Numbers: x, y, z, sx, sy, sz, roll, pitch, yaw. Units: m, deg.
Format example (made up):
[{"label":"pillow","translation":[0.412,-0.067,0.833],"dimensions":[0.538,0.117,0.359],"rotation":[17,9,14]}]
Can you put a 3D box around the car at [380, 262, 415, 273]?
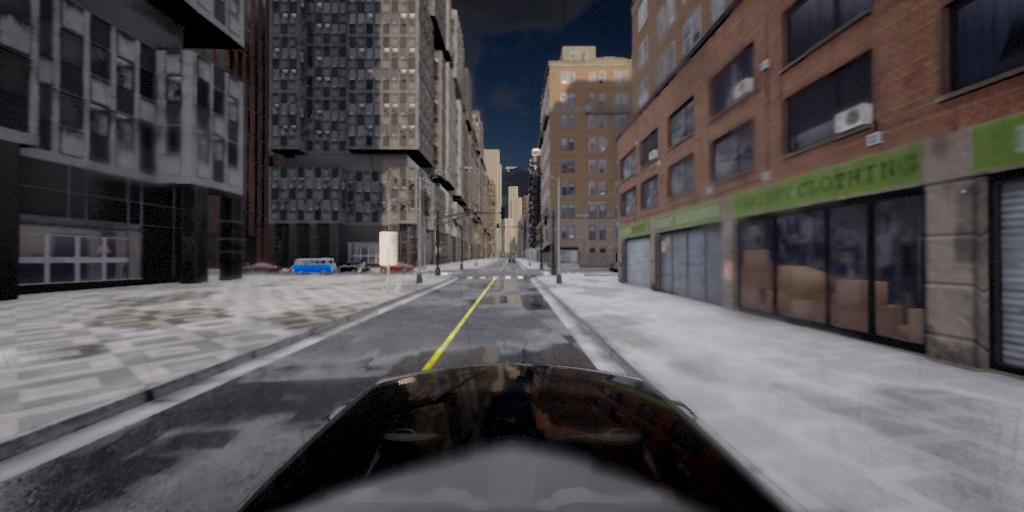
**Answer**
[{"label":"car","translation":[-14.457,1.396,45.271],"dimensions":[4.207,1.307,1.802],"rotation":[0,0,0]}]

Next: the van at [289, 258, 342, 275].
[{"label":"van","translation":[-20.107,1.130,36.754],"dimensions":[3.998,1.789,1.690],"rotation":[0,0,0]}]

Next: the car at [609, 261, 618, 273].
[{"label":"car","translation":[12.118,1.119,36.715],"dimensions":[4.313,1.339,1.948],"rotation":[0,0,0]}]

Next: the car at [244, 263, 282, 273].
[{"label":"car","translation":[-31.403,1.514,45.292],"dimensions":[4.207,1.307,1.802],"rotation":[0,0,0]}]

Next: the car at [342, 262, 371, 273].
[{"label":"car","translation":[-20.105,1.420,45.278],"dimensions":[4.313,1.339,1.948],"rotation":[0,0,0]}]
